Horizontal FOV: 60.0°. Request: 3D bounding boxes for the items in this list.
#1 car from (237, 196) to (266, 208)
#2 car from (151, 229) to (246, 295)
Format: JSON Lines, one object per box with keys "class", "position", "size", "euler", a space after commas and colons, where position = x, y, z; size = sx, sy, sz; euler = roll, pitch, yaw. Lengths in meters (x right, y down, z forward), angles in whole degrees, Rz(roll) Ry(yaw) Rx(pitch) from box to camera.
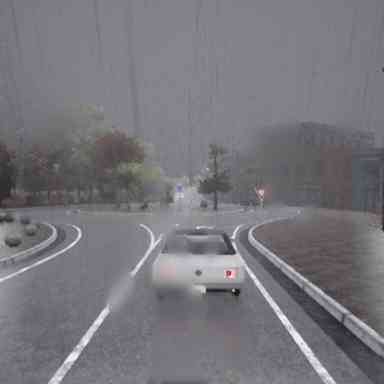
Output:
{"class": "car", "position": [7.926, 1.382, 44.804], "size": [1.837, 1.490, 4.892], "euler": [1, -1, -24]}
{"class": "car", "position": [0.189, 1.611, 8.700], "size": [1.895, 1.301, 4.718], "euler": [0, 0, 2]}
